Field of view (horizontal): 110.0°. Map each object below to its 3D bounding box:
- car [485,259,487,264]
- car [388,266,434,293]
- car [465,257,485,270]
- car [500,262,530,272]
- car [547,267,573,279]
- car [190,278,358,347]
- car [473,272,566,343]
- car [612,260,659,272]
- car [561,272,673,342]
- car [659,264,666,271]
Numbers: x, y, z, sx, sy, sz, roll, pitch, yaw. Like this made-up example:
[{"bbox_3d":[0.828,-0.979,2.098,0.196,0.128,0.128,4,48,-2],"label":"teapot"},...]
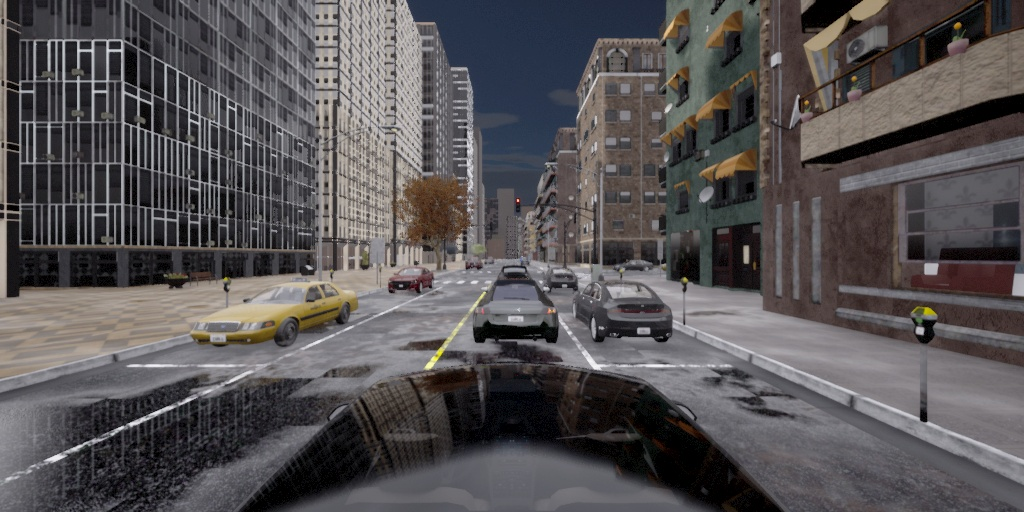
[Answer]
[{"bbox_3d":[-5.655,1.345,58.492,1.948,1.339,4.313,0,0,0],"label":"car"},{"bbox_3d":[-5.679,1.295,20.582,1.888,1.381,4.507,0,0,0],"label":"car"},{"bbox_3d":[-5.659,1.088,52.969,2.192,1.841,5.009,0,0,0],"label":"car"},{"bbox_3d":[0.116,1.255,19.708,1.837,1.490,4.892,0,0,-1],"label":"car"},{"bbox_3d":[2.701,1.301,20.576,2.007,1.370,4.403,0,0,0],"label":"car"},{"bbox_3d":[-5.686,1.274,9.346,1.751,1.417,4.829,0,0,0],"label":"car"},{"bbox_3d":[0.092,1.313,9.659,1.994,1.385,4.181,0,0,0],"label":"car"},{"bbox_3d":[13.459,1.100,39.985,4.403,1.370,2.007,0,0,-1],"label":"car"},{"bbox_3d":[2.694,1.299,9.510,2.007,1.370,4.403,0,0,0],"label":"car"},{"bbox_3d":[18.857,0.998,40.036,4.829,1.417,1.751,0,0,-1],"label":"car"}]
